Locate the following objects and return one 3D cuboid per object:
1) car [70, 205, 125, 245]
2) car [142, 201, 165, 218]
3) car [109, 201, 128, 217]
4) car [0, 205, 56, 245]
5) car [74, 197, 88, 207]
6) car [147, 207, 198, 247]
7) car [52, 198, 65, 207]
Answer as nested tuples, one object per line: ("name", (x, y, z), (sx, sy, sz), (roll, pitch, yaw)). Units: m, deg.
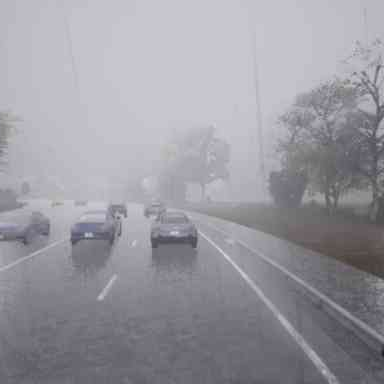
("car", (-4.439, 1.588, 15.806), (1.812, 1.442, 4.674), (0, 0, -6))
("car", (-3.693, 1.609, 32.301), (2.128, 1.511, 4.902), (0, 0, -12))
("car", (-7.374, 1.628, 32.740), (1.837, 1.490, 4.892), (0, 0, -13))
("car", (-8.188, 1.596, 15.983), (1.812, 1.442, 4.674), (0, 0, -7))
("car", (-18.699, 1.686, 55.948), (1.882, 1.535, 5.008), (0, 0, -22))
("car", (-0.896, 1.618, 15.326), (1.994, 1.385, 4.181), (0, 0, -6))
("car", (-22.190, 1.683, 55.252), (1.882, 1.535, 5.008), (0, 0, -22))
